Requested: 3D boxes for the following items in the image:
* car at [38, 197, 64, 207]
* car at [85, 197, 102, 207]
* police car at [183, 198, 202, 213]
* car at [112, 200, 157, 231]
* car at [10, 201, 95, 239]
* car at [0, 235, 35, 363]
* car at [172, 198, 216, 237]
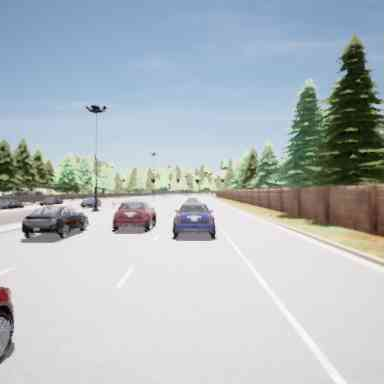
[{"bbox_3d":[-21.034,1.487,49.912,1.994,1.385,4.181,0,0,2],"label":"car"},{"bbox_3d":[-14.083,1.475,46.975,2.033,1.411,5.357,0,0,-2],"label":"car"},{"bbox_3d":[0.029,1.445,38.067,2.038,1.542,4.974,0,0,0],"label":"police car"},{"bbox_3d":[-3.398,1.320,20.394,2.097,1.767,4.553,0,0,0],"label":"car"},{"bbox_3d":[-6.898,1.465,17.191,2.128,1.511,4.902,0,0,0],"label":"car"},{"bbox_3d":[-3.399,1.474,2.644,1.882,1.535,5.008,0,0,0],"label":"car"},{"bbox_3d":[0.102,1.324,17.800,2.097,1.767,4.553,0,0,0],"label":"car"}]
